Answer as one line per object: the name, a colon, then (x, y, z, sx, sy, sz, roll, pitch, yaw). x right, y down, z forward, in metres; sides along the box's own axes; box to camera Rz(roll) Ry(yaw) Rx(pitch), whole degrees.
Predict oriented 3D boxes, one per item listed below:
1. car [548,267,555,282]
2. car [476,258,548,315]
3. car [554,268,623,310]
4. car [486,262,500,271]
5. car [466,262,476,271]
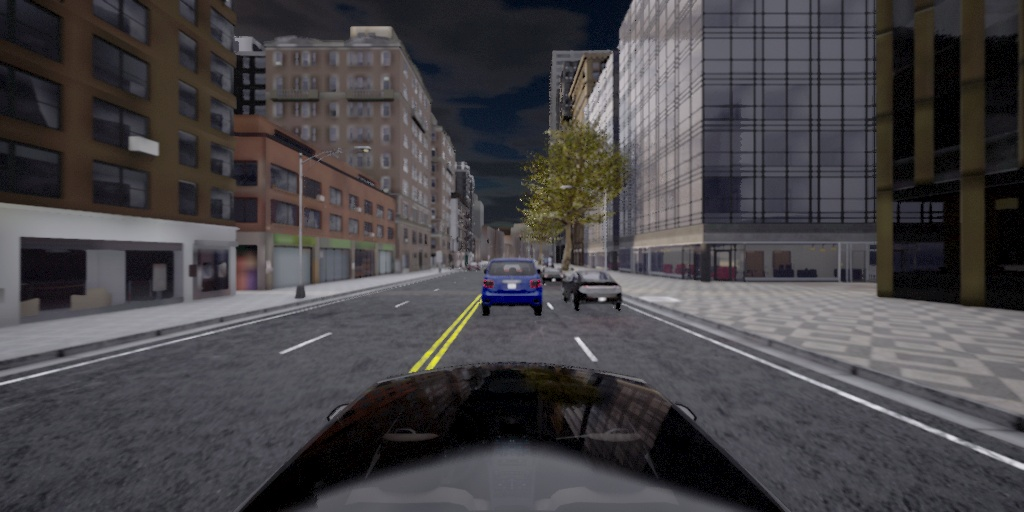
car: (3.270, 1.608, 30.103, 1.895, 1.301, 4.718, 0, 0, 0)
car: (0.011, 1.093, 14.418, 2.150, 2.045, 5.566, 0, 0, 0)
car: (3.274, 1.369, 15.358, 2.128, 1.511, 4.902, 0, 0, 1)
car: (-3.259, 1.825, 62.362, 2.033, 1.411, 5.357, 0, 0, 0)
car: (-6.524, 1.793, 61.002, 1.812, 1.442, 4.674, 0, -1, 1)
